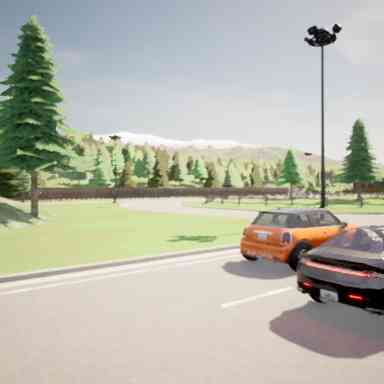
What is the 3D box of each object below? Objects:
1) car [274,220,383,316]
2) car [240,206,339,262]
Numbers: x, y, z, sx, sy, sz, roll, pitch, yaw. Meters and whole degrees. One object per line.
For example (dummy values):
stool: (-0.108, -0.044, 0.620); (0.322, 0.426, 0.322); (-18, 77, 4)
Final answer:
car: (4.196, 1.437, 6.776); (4.902, 1.511, 2.128); (-1, 0, -35)
car: (3.756, 1.284, 10.751); (4.553, 1.767, 2.097); (-1, 0, -35)
